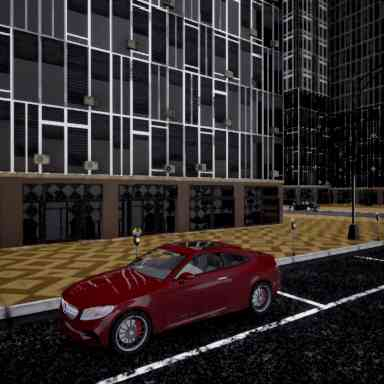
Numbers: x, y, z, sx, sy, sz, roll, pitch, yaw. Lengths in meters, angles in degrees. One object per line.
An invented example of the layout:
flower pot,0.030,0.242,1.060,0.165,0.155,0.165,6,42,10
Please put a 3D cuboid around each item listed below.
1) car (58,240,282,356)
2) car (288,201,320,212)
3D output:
car,-0.150,1.582,5.993,4.206,1.307,1.802,0,0,-36
car,15.229,1.899,45.337,2.008,1.369,4.403,-1,0,-36
